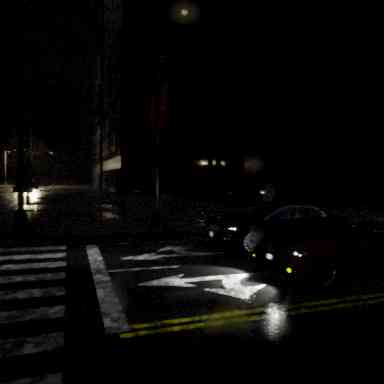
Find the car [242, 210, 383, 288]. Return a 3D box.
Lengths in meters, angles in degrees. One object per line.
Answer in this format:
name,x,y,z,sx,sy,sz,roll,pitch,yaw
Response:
car,3.658,1.321,8.324,4.181,1.385,1.994,1,2,-20

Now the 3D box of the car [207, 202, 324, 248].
car,2.944,1.110,11.518,4.902,1.511,2.128,1,2,-20

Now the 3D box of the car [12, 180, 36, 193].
car,-22.713,-0.823,44.714,2.097,1.767,4.553,0,2,-22

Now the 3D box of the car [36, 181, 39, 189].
car,-27.480,-1.259,57.197,1.882,1.535,5.008,1,2,-20
